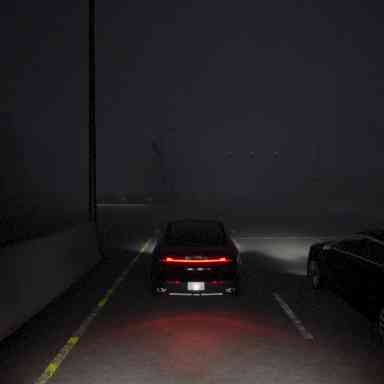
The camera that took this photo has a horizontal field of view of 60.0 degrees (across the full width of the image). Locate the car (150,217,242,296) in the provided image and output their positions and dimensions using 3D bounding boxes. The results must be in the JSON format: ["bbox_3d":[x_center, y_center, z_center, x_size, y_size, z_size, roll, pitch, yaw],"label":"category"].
[{"bbox_3d":[0.077,1.379,8.325,1.837,1.490,4.892,0,1,0],"label":"car"}]

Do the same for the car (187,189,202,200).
[{"bbox_3d":[0.111,0.480,53.624,2.128,1.511,4.902,0,1,0],"label":"car"}]

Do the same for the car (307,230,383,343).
[{"bbox_3d":[3.567,1.413,5.814,2.128,1.511,4.902,0,1,0],"label":"car"}]

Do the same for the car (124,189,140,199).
[{"bbox_3d":[-10.564,0.369,58.557,1.882,1.535,5.008,0,1,0],"label":"car"}]

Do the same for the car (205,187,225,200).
[{"bbox_3d":[3.610,0.345,53.363,2.097,1.767,4.553,0,1,0],"label":"car"}]

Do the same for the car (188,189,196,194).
[{"bbox_3d":[0.017,-0.154,88.271,2.033,1.411,5.357,0,1,0],"label":"car"}]

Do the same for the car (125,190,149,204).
[{"bbox_3d":[-7.087,0.682,42.662,1.882,1.535,5.008,0,1,0],"label":"car"}]

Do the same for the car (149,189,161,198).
[{"bbox_3d":[-7.058,0.431,59.763,1.994,1.385,4.181,0,1,0],"label":"car"}]

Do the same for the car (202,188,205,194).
[{"bbox_3d":[3.518,-0.244,90.819,1.837,1.490,4.892,0,1,1],"label":"car"}]

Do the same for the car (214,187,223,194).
[{"bbox_3d":[7.017,-0.449,88.238,2.097,1.767,4.553,0,1,0],"label":"car"}]

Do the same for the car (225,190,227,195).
[{"bbox_3d":[7.015,-0.161,79.072,2.097,1.767,4.553,0,1,0],"label":"car"}]

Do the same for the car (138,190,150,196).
[{"bbox_3d":[-10.486,0.210,72.595,1.895,1.301,4.718,0,1,0],"label":"car"}]

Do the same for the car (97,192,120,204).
[{"bbox_3d":[-10.588,0.753,42.578,2.033,1.411,5.357,0,1,0],"label":"car"}]
